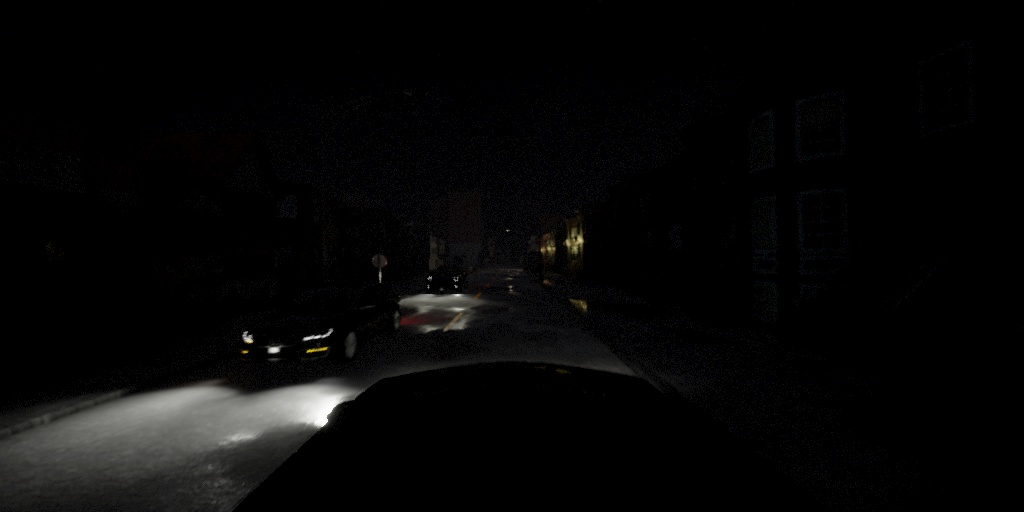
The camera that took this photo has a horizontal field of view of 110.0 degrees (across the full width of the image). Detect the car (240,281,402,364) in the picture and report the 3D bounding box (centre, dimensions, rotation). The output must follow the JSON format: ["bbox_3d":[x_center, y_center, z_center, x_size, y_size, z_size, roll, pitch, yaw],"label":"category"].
[{"bbox_3d":[-4.113,1.393,8.621,1.837,1.490,4.892,-1,-1,0],"label":"car"}]

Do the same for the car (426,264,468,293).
[{"bbox_3d":[-4.097,1.376,23.123,2.097,1.767,4.553,-1,-1,0],"label":"car"}]
